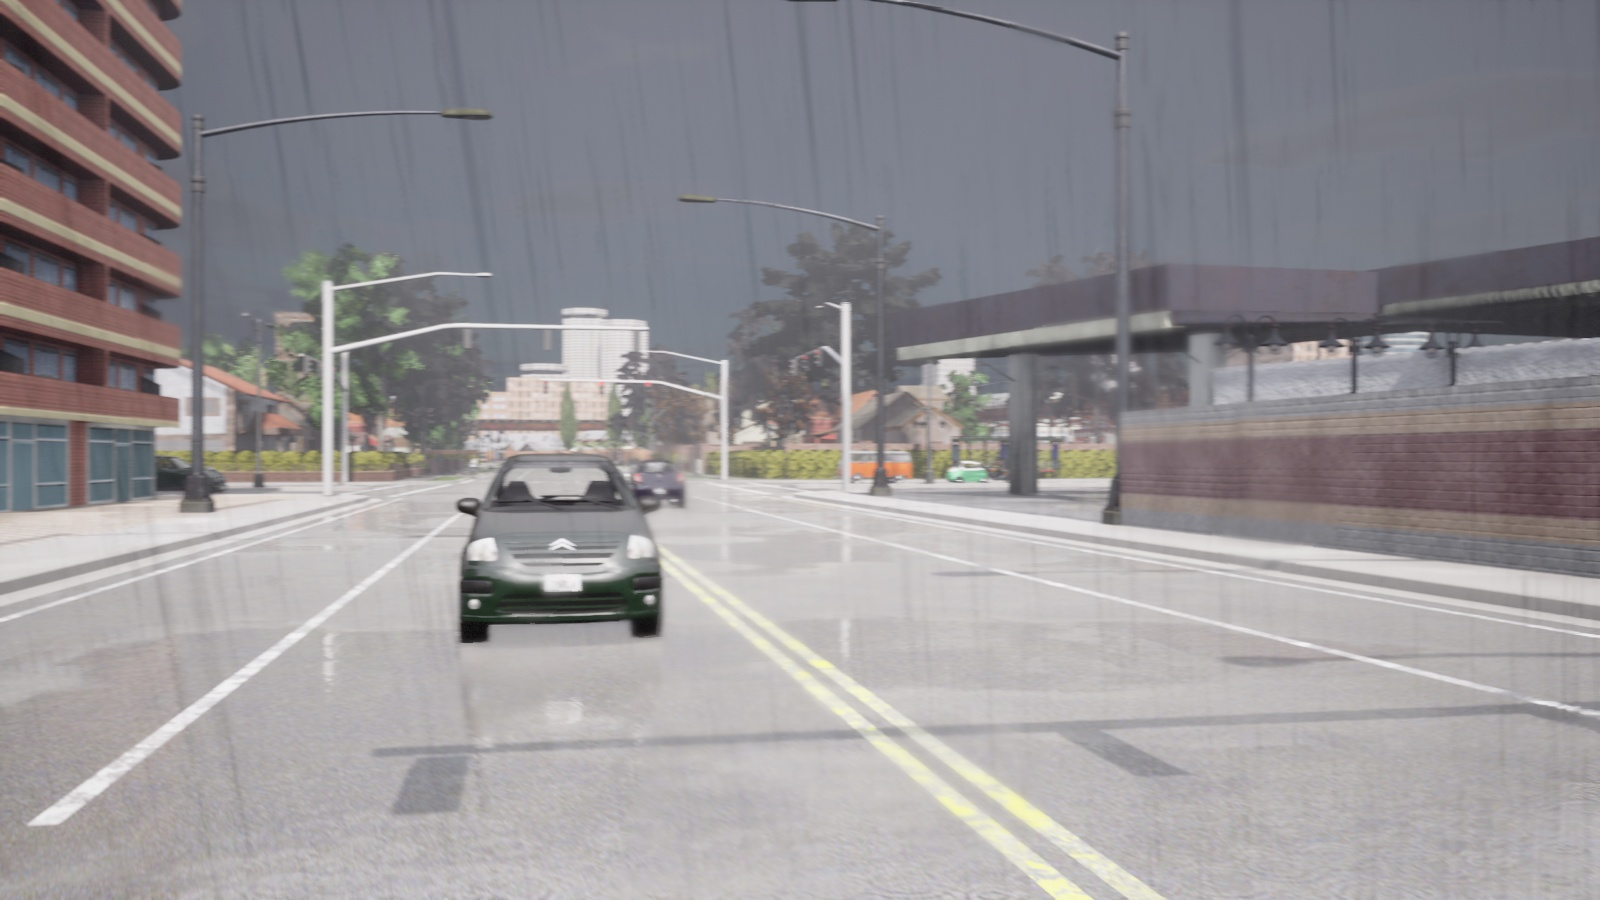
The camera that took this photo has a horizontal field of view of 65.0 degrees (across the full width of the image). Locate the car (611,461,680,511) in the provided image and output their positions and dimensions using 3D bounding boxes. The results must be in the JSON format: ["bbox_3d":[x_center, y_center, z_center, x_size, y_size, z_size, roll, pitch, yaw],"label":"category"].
[{"bbox_3d":[-4.967,1.124,40.140,1.845,1.501,3.633,0,0,-12],"label":"car"}]

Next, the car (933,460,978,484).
[{"bbox_3d":[8.937,1.244,72.300,2.207,1.376,1.481,0,0,-11],"label":"car"}]

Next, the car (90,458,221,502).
[{"bbox_3d":[-27.311,1.246,53.349,4.553,1.767,2.097,0,0,-10],"label":"car"}]

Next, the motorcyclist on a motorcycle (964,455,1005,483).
[{"bbox_3d":[11.220,1.145,76.334,2.350,1.649,0.766,0,0,-11],"label":"motorcyclist on a motorcycle"}]

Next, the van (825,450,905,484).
[{"bbox_3d":[3.855,1.002,74.844,4.442,1.987,1.775,0,0,-11],"label":"van"}]

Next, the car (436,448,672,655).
[{"bbox_3d":[-2.383,0.811,12.031,1.851,1.617,3.988,0,0,-12],"label":"car"}]
